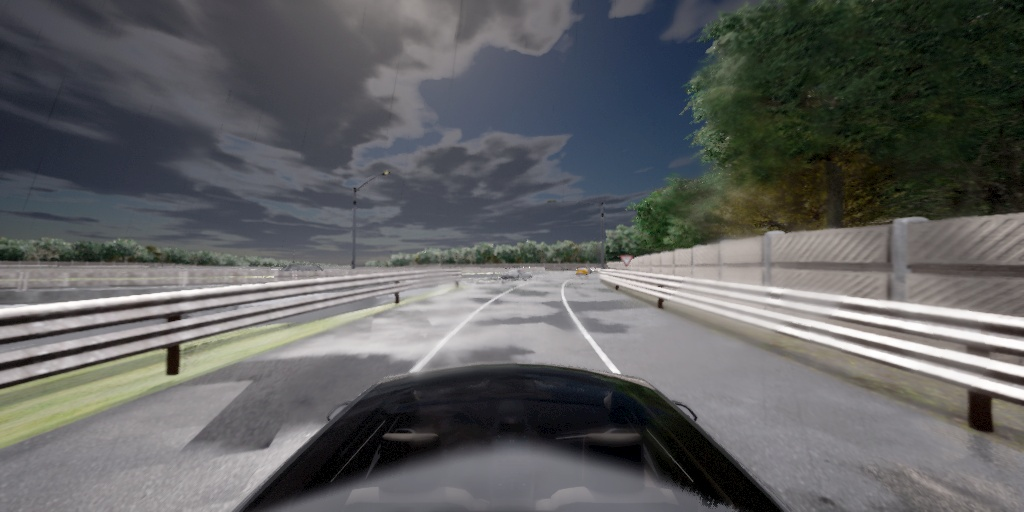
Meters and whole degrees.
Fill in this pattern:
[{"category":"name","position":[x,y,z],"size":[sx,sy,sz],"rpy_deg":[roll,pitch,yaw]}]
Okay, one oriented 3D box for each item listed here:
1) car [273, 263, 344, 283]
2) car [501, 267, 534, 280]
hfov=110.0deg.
[{"category":"car","position":[-14.530,1.420,26.032],"size":[4.553,1.767,2.097],"rpy_deg":[2,-2,-43]},{"category":"car","position":[0.725,2.266,43.811],"size":[1.895,1.301,4.718],"rpy_deg":[-1,-2,34]}]
